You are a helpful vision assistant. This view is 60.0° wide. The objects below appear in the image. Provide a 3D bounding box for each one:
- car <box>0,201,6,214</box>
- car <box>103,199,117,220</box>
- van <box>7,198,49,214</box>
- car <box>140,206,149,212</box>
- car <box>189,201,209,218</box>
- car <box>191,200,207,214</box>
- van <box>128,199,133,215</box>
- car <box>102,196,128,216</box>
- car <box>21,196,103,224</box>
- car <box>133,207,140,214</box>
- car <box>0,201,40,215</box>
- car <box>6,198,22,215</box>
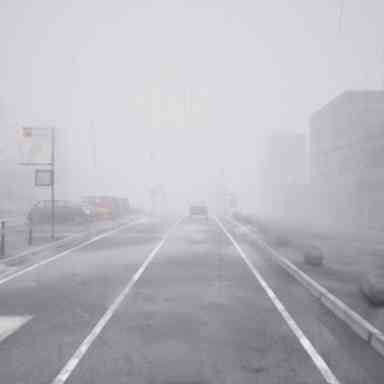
[{"bbox_3d":[-21.147,1.361,31.239,5.566,2.045,2.435,0,-1,1],"label":"car"},{"bbox_3d":[-8.965,1.554,26.503,5.008,1.535,2.097,0,-1,1],"label":"car"},{"bbox_3d":[-20.885,1.752,42.403,4.442,1.987,1.878,0,-2,1],"label":"van"},{"bbox_3d":[-8.562,2.005,41.554,5.366,1.575,1.946,0,-2,1],"label":"car"},{"bbox_3d":[0.663,1.815,34.129,1.882,1.535,5.008,0,-1,1],"label":"car"},{"bbox_3d":[0.963,2.139,46.956,2.097,1.767,4.553,1,-3,2],"label":"car"},{"bbox_3d":[-8.954,1.577,35.616,4.442,1.987,1.878,0,-2,1],"label":"van"},{"bbox_3d":[-8.955,1.372,29.426,5.566,2.045,2.435,0,-2,1],"label":"car"},{"bbox_3d":[-9.024,1.358,23.471,4.553,1.767,2.185,0,-1,1],"label":"car"},{"bbox_3d":[-8.822,1.776,38.646,4.553,1.767,2.185,0,-2,1],"label":"car"},{"bbox_3d":[-21.231,1.872,39.608,5.366,1.575,1.946,0,-2,1],"label":"car"},{"bbox_3d":[-21.273,1.781,36.949,5.366,1.575,1.946,0,-2,1],"label":"car"}]
